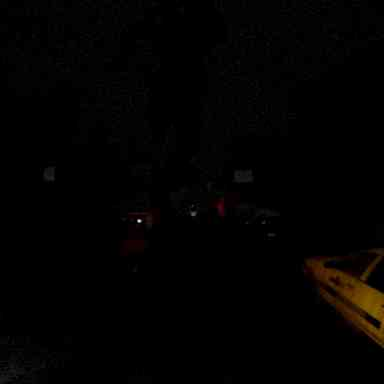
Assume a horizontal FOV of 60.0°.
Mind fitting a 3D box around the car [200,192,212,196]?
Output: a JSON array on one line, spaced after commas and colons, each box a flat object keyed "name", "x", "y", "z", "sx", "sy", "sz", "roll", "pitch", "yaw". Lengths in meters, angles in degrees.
[{"name": "car", "x": 3.177, "y": 1.148, "z": 60.085, "sx": 2.435, "sy": 2.045, "sz": 5.566, "roll": 0, "pitch": 0, "yaw": 0}]

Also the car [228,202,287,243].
[{"name": "car", "x": 3.214, "y": 1.459, "z": 15.850, "sx": 2.231, "sy": 1.521, "sz": 4.892, "roll": 0, "pitch": 0, "yaw": 0}]

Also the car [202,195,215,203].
[{"name": "car", "x": 3.172, "y": 1.393, "z": 65.576, "sx": 2.231, "sy": 1.521, "sz": 4.892, "roll": 0, "pitch": 0, "yaw": 0}]

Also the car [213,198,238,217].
[{"name": "car", "x": 3.200, "y": 1.433, "z": 32.742, "sx": 1.946, "sy": 1.575, "sz": 5.366, "roll": 0, "pitch": 0, "yaw": 0}]

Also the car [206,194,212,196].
[{"name": "car", "x": 3.191, "y": 1.418, "z": 43.792, "sx": 1.946, "sy": 1.575, "sz": 5.366, "roll": 0, "pitch": 0, "yaw": 0}]

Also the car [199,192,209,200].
[{"name": "car", "x": 3.151, "y": 1.111, "z": 87.709, "sx": 2.435, "sy": 2.045, "sz": 5.566, "roll": 0, "pitch": 0, "yaw": 0}]

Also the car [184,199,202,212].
[{"name": "car", "x": 0.070, "y": 1.511, "z": 39.151, "sx": 1.994, "sy": 1.385, "sz": 4.181, "roll": 0, "pitch": 0, "yaw": 0}]

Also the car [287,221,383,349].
[{"name": "car", "x": 3.225, "y": 1.470, "z": 4.992, "sx": 1.946, "sy": 1.575, "sz": 5.366, "roll": 0, "pitch": 0, "yaw": 0}]

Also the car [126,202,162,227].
[{"name": "car", "x": -3.167, "y": 1.474, "z": 22.437, "sx": 1.837, "sy": 1.490, "sz": 4.892, "roll": 0, "pitch": 0, "yaw": 0}]

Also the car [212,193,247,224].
[{"name": "car", "x": 3.205, "y": 1.192, "z": 27.060, "sx": 2.435, "sy": 2.045, "sz": 5.566, "roll": 0, "pitch": 0, "yaw": 0}]

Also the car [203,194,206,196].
[{"name": "car", "x": 3.241, "y": 1.413, "z": 50.665, "sx": 2.231, "sy": 1.521, "sz": 4.892, "roll": 0, "pitch": 0, "yaw": 1}]

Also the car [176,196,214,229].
[{"name": "car", "x": 0.085, "y": 1.323, "z": 21.512, "sx": 2.097, "sy": 1.767, "sz": 4.553, "roll": 0, "pitch": 0, "yaw": 0}]
